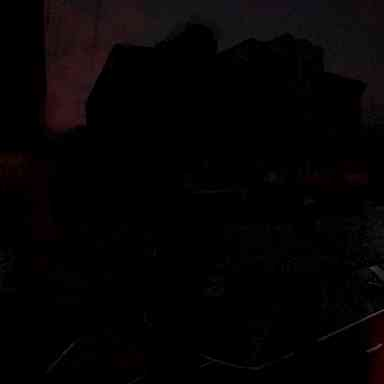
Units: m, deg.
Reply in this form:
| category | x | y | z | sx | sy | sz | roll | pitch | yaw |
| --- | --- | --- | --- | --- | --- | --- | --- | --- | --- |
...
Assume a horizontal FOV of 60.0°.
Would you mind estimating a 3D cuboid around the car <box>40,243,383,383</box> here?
| category | x | y | z | sx | sy | sz | roll | pitch | yaw |
| --- | --- | --- | --- | --- | --- | --- | --- | --- | --- |
| car | 0.626 | 1.426 | 3.283 | 4.097 | 1.590 | 1.967 | 0 | -1 | -35 |
